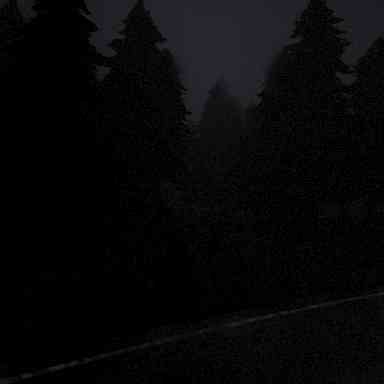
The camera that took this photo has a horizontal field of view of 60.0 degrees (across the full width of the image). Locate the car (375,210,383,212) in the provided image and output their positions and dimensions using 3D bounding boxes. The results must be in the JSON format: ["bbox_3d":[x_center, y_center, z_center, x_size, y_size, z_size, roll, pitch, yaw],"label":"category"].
[{"bbox_3d":[24.220,2.942,41.911,1.895,1.301,4.718,5,-7,-15],"label":"car"}]
